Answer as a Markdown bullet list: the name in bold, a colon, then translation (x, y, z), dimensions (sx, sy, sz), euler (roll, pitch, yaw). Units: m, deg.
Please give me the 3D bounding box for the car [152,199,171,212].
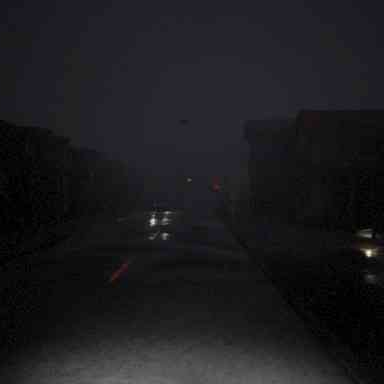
- **car**: translation (-3.548, 1.553, 40.279), dimensions (1.812, 1.442, 4.674), euler (0, 0, 1)
